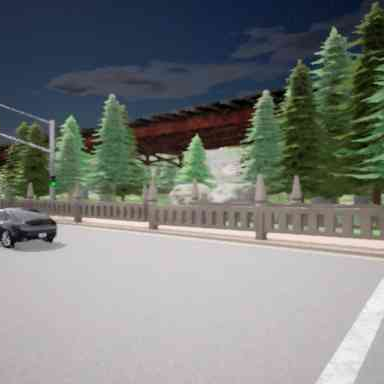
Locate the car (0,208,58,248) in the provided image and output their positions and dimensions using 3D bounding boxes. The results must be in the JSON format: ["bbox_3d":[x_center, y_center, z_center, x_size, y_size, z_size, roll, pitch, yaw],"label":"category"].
[{"bbox_3d":[-7.843,1.465,14.651,4.892,1.490,1.837,0,0,38],"label":"car"}]
